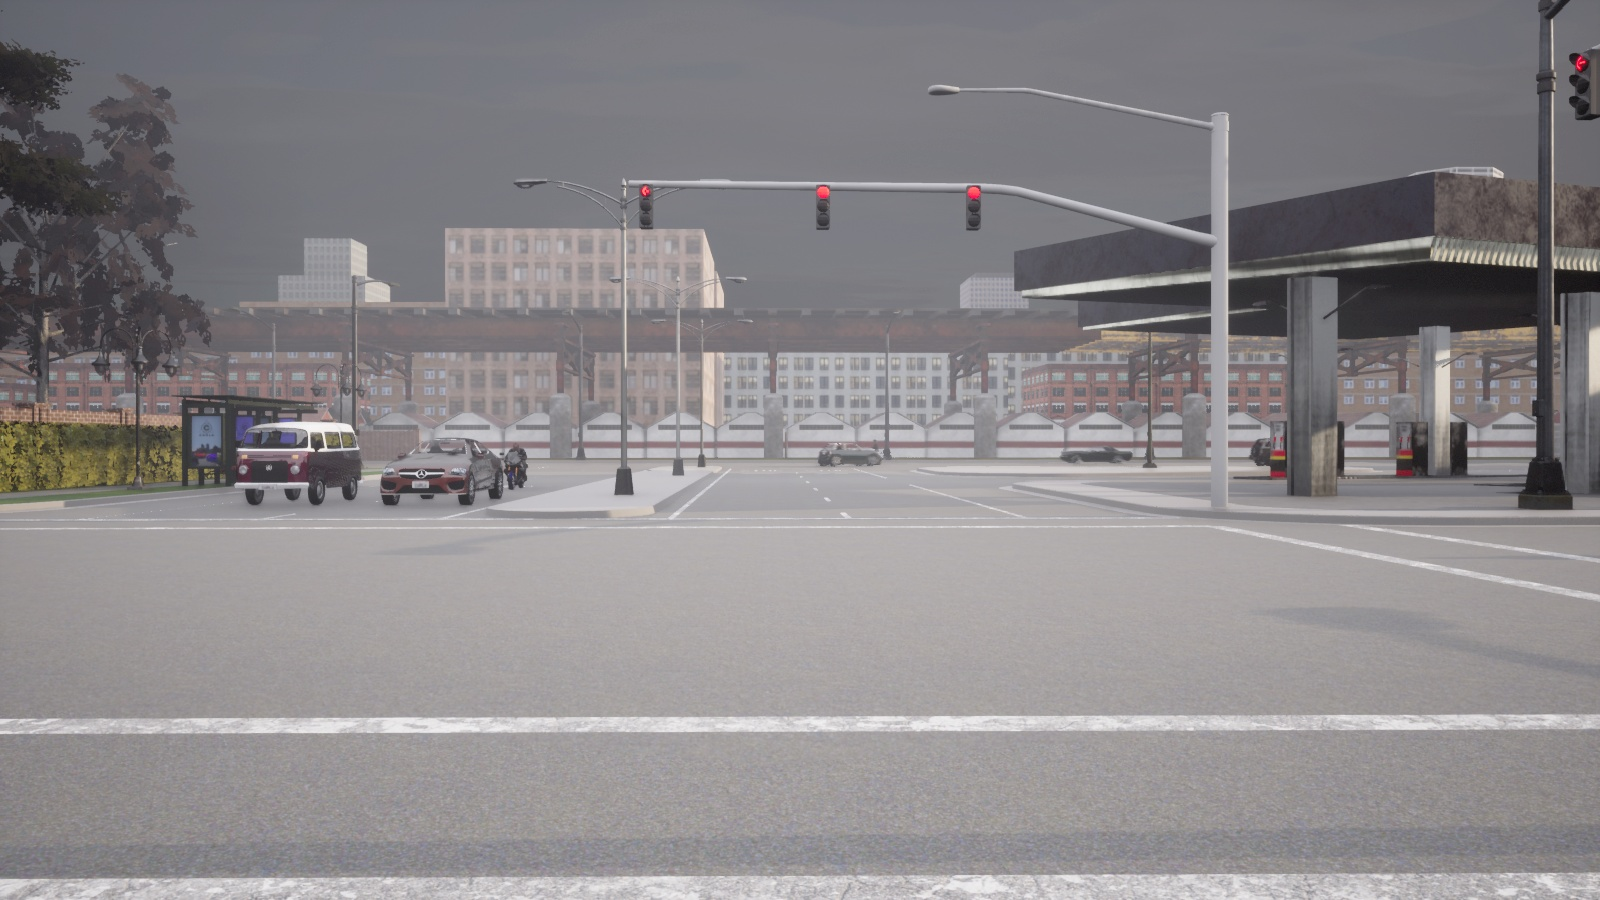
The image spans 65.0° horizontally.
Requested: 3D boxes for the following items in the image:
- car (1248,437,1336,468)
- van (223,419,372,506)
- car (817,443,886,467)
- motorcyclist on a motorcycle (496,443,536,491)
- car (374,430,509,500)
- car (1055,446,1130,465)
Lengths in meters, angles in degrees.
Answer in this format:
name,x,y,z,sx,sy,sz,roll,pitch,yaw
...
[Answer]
name,x,y,z,sx,sy,sz,roll,pitch,yaw
car,29.743,0.158,76.004,4.605,1.855,1.932,0,0,-1
van,-12.501,0.282,31.579,2.069,2.038,4.480,0,0,-2
car,3.189,0.272,78.358,3.806,1.475,1.970,0,0,-23
motorcyclist on a motorcycle,-9.259,0.543,41.008,0.866,1.530,2.191,0,0,-2
car,-9.015,0.337,32.078,2.152,1.651,5.027,0,0,-2
car,20.074,0.376,86.239,4.718,1.301,1.895,0,0,-1
